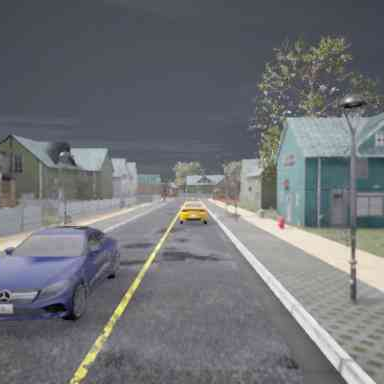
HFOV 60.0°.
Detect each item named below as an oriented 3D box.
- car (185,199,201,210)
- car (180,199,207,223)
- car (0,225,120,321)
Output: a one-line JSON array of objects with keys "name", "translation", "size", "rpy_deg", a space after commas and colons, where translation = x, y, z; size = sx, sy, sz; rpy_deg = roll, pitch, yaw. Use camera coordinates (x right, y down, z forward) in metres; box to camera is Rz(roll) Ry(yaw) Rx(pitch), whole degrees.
[{"name": "car", "translation": [0.096, 1.586, 42.864], "size": [1.895, 1.301, 4.718], "rpy_deg": [0, 0, 0]}, {"name": "car", "translation": [0.099, 1.468, 25.122], "size": [1.882, 1.535, 5.008], "rpy_deg": [0, 0, 0]}, {"name": "car", "translation": [-2.863, 1.522, 7.395], "size": [1.812, 1.442, 4.674], "rpy_deg": [0, 0, 0]}]
